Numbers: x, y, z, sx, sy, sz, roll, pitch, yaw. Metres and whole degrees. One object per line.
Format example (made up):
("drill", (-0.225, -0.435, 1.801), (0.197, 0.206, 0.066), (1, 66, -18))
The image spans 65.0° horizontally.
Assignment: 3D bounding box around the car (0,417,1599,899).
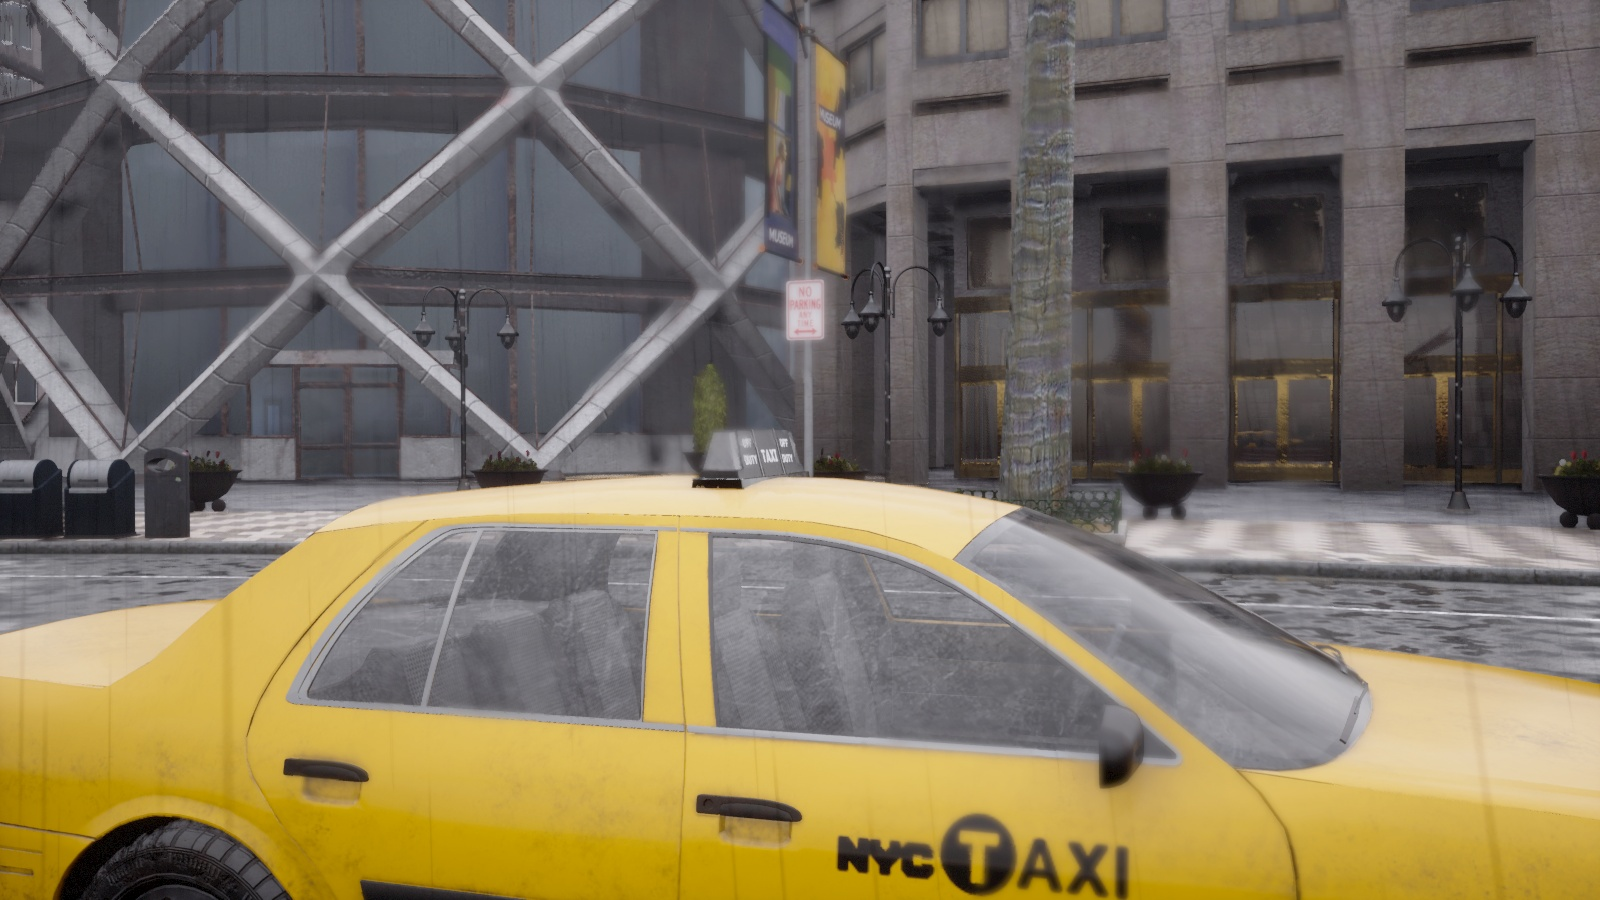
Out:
("car", (-0.018, 0.713, 3.262), (5.366, 1.575, 1.801), (0, 1, 17))
